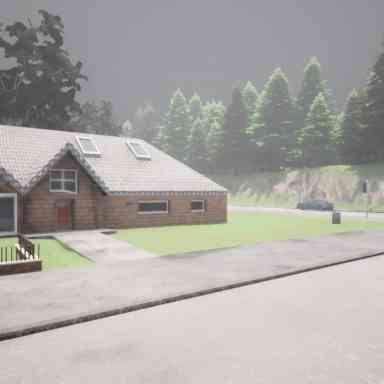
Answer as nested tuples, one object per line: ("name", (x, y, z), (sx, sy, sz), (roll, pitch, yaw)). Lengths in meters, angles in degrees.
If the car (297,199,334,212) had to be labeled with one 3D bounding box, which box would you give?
("car", (14.697, 1.564, 39.676), (1.994, 1.385, 4.181), (0, 0, -35))
